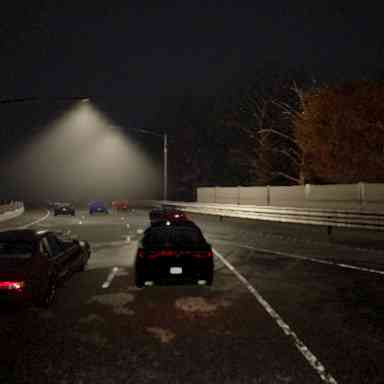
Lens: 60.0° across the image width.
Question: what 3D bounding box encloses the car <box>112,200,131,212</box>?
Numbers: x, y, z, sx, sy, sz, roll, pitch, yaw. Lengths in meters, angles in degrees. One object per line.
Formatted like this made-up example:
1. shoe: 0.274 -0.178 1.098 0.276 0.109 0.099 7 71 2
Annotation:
1. car: -9.289 1.760 43.603 1.882 1.535 5.008 0 0 -22

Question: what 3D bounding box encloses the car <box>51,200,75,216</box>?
1. car: -13.774 1.799 35.993 1.994 1.385 4.181 0 0 -20

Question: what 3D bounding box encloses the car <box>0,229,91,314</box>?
1. car: -3.837 1.600 7.901 2.033 1.411 5.357 0 0 -5

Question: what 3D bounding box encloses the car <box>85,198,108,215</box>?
1. car: -10.840 1.725 38.138 1.882 1.535 5.008 0 0 -20

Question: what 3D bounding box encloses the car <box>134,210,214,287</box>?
1. car: -0.580 1.534 9.627 1.882 1.535 5.008 1 0 -6

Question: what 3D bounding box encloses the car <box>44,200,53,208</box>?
1. car: -23.821 1.968 56.340 1.895 1.301 4.718 0 0 -32

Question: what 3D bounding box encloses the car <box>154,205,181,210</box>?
1. car: -1.966 1.732 25.960 1.994 1.385 4.181 0 0 -26
